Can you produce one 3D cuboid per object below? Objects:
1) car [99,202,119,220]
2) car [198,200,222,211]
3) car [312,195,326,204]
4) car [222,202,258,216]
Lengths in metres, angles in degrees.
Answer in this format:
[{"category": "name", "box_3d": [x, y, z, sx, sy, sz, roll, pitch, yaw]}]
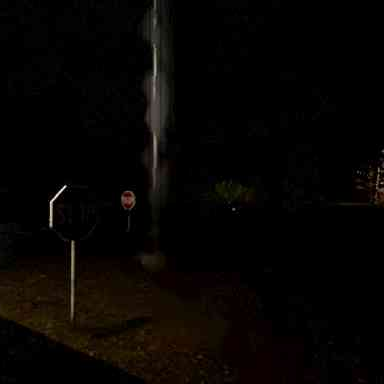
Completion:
[{"category": "car", "box_3d": [-8.151, 1.558, 27.158, 2.128, 1.511, 4.902, 0, 0, 34]}, {"category": "car", "box_3d": [2.481, 1.688, 43.021, 1.994, 1.385, 4.181, 0, 0, 34]}, {"category": "car", "box_3d": [25.405, 1.753, 67.240, 2.033, 1.411, 5.357, 0, 0, 26]}, {"category": "car", "box_3d": [5.251, 1.680, 34.561, 1.994, 1.385, 4.181, 0, 0, 34]}]
